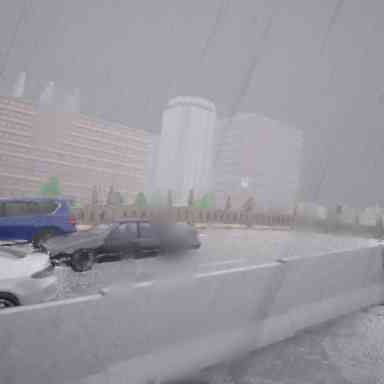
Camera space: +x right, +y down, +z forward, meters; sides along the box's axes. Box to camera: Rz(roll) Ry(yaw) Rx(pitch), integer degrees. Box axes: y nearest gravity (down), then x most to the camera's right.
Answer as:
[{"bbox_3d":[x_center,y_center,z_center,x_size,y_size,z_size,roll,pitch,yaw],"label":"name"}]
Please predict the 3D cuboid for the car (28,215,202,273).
[{"bbox_3d":[-2.207,1.588,11.010,5.357,1.411,2.033,1,-1,-35],"label":"car"}]

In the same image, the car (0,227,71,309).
[{"bbox_3d":[-4.542,1.517,5.053,4.674,1.442,1.812,0,0,-35],"label":"car"}]

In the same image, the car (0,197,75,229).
[{"bbox_3d":[-6.993,1.218,11.901,5.566,2.045,2.150,0,0,-35],"label":"car"}]
